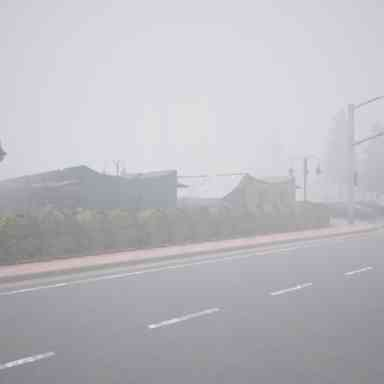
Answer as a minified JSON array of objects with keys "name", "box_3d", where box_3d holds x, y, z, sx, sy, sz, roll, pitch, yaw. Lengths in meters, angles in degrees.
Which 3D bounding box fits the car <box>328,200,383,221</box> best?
[{"name":"car","box_3d":[12.731,1.526,27.260,1.812,1.442,4.674,0,0,-37]}]

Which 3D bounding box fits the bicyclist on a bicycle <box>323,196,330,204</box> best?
[{"name":"bicyclist on a bicycle","box_3d":[17.953,1.302,44.314,1.656,1.620,0.582,0,0,-37]}]
